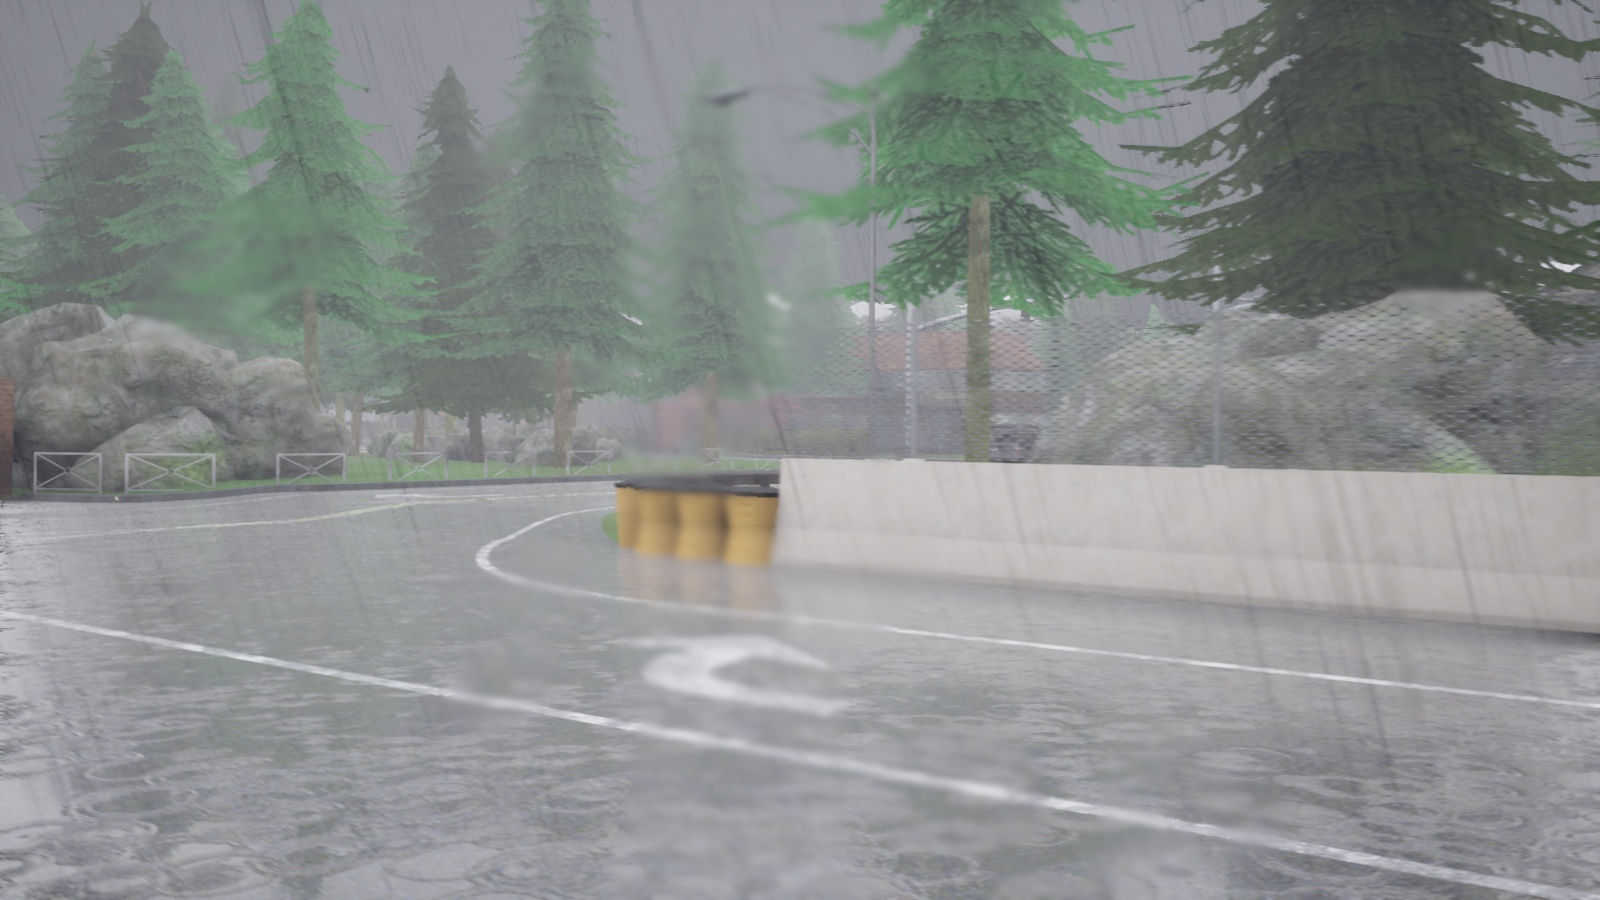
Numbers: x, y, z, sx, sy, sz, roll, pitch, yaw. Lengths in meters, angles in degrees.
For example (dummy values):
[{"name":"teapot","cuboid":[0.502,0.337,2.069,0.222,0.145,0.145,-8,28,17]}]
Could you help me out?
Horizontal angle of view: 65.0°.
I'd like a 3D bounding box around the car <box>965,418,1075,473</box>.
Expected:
[{"name":"car","cuboid":[6.821,-0.157,38.693,1.851,1.617,3.988,0,1,34]}]
